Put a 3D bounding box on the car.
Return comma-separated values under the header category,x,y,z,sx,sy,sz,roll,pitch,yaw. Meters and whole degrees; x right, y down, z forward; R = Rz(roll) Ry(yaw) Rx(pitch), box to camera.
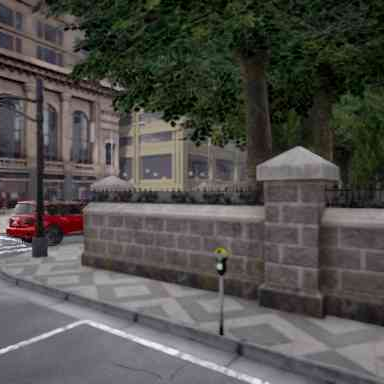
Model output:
category,x,y,z,sx,sy,sz,roll,pitch,yaw
car,-6.113,1.460,16.623,2.150,2.045,5.566,0,-1,35
